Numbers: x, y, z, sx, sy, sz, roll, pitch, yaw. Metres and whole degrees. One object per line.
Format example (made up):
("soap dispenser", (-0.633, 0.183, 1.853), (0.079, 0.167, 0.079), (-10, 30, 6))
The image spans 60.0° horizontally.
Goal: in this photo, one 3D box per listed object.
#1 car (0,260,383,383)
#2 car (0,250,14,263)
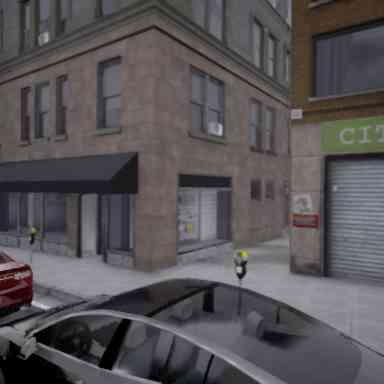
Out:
("car", (-0.393, 1.573, 3.231), (4.313, 1.339, 1.947), (0, 1, 36))
("car", (-4.874, 1.572, 6.427), (4.507, 1.381, 1.887), (0, 1, 36))
